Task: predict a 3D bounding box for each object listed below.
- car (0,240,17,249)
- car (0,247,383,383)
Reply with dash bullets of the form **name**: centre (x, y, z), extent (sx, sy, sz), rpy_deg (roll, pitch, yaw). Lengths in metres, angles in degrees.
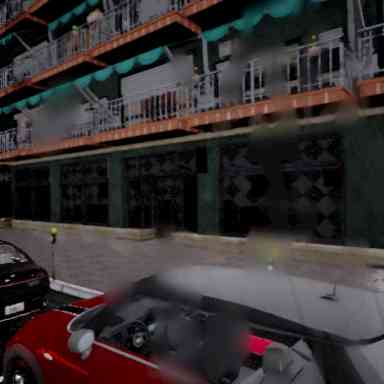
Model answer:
- **car**: centre (-4.490, 1.610, 6.541), extent (4.403, 1.369, 2.008), rpy_deg (-1, 0, 38)
- **car**: centre (-0.042, 1.436, 3.082), extent (4.097, 1.590, 1.967), rpy_deg (-1, 0, 38)
